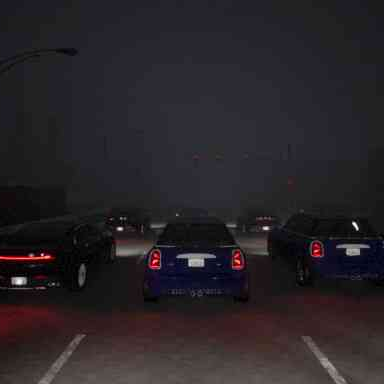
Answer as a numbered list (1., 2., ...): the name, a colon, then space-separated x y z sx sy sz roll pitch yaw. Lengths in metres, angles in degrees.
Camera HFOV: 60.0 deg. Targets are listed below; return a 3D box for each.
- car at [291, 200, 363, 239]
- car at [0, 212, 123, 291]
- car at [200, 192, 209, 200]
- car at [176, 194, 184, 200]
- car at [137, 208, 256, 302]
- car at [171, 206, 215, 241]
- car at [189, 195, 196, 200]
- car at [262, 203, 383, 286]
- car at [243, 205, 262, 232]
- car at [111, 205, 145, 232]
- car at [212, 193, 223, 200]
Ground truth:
1. car: 7.086 1.352 18.086 2.097 1.767 4.553 0 0 1
2. car: -3.400 1.505 8.987 1.837 1.490 4.892 0 0 0
3. car: 3.643 1.530 91.053 2.033 1.411 5.357 0 0 0
4. car: -3.357 1.468 91.064 1.882 1.535 5.008 0 0 0
5. car: 0.095 1.352 8.402 2.097 1.767 4.553 0 0 0
6. car: 0.086 1.547 17.938 2.033 1.411 5.357 0 0 1
7. car: 0.144 1.516 91.475 1.812 1.442 4.674 0 0 0
8. car: 3.601 1.352 9.534 2.097 1.767 4.553 0 0 0
9. car: 3.591 1.505 18.475 1.837 1.490 4.892 0 0 1
10. car: -3.411 1.504 18.269 1.837 1.490 4.892 0 0 1
11. car: 7.143 1.216 91.078 2.150 2.045 5.566 0 0 0
